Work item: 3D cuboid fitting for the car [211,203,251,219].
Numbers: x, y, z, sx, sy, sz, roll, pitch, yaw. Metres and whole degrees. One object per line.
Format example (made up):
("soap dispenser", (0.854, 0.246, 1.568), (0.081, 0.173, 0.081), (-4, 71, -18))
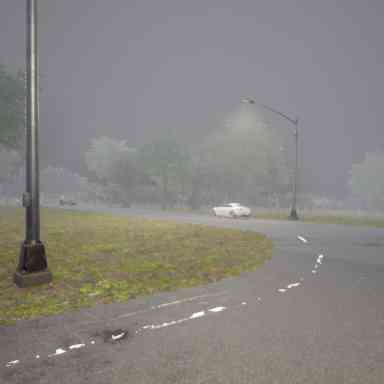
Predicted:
("car", (3.829, 1.846, 33.000), (1.812, 1.442, 4.674), (4, -3, -35))

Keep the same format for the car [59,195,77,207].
("car", (-21.520, 1.539, 57.492), (2.150, 2.045, 5.566), (3, -2, -31))
